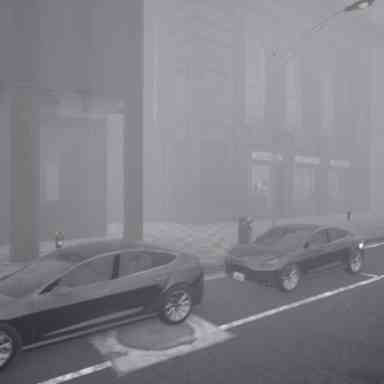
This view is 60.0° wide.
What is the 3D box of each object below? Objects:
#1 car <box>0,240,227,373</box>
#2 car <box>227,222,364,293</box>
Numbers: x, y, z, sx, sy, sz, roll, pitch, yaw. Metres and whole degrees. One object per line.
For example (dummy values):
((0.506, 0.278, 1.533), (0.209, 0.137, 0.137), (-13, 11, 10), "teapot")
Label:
((-1.742, 1.555, 5.513), (4.313, 1.339, 1.947), (0, 1, -35), "car")
((2.838, 1.519, 8.777), (4.313, 1.339, 1.947), (0, 1, -35), "car")
